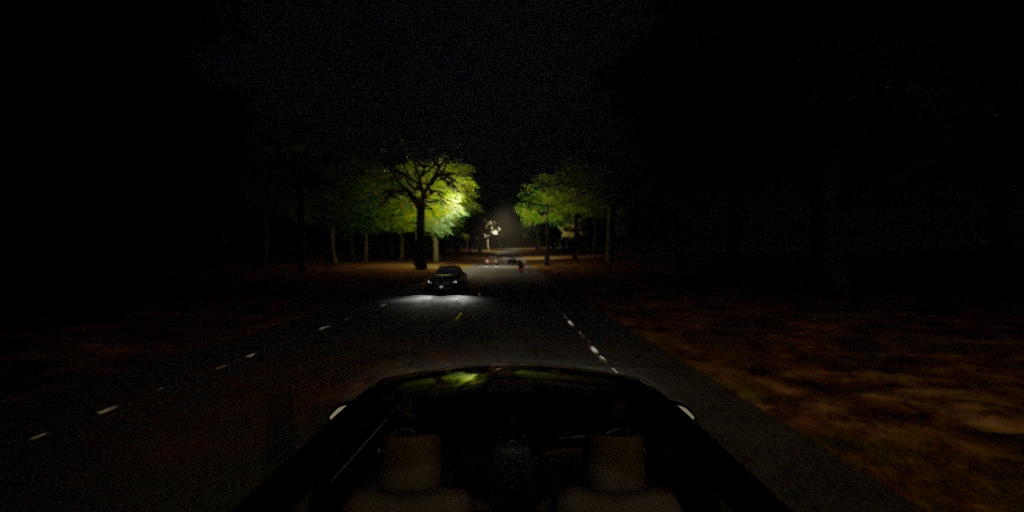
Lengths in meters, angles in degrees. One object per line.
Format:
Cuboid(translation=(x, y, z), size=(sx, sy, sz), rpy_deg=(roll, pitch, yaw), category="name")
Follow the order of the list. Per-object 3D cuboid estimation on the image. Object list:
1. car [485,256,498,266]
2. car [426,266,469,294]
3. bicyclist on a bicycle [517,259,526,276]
Cuboid(translation=(-3.509, 0.812, 63.168), size=(2.097, 1.767, 4.553), rpy_deg=(0, 1, 0), category="car")
Cuboid(translation=(-3.593, 1.295, 20.555), size=(1.812, 1.442, 4.674), rpy_deg=(0, 0, 0), category="car")
Cuboid(translation=(0.973, 1.181, 36.334), size=(0.866, 1.612, 1.509), rpy_deg=(0, 0, 0), category="bicyclist on a bicycle")
